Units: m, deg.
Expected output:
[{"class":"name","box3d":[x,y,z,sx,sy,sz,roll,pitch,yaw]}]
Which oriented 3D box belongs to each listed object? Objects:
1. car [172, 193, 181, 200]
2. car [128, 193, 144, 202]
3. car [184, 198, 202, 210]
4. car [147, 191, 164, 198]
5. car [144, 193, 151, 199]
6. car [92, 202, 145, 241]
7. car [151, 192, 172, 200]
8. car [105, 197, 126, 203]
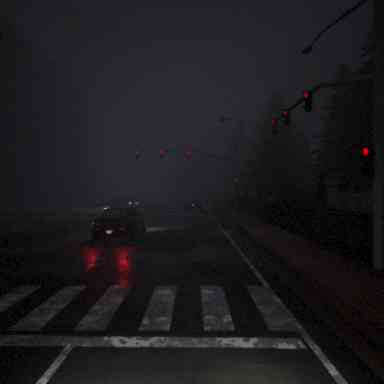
[{"class":"car","box3d":[-4.194,1.034,77.974,1.837,1.490,4.892,0,0,-26]},{"class":"car","box3d":[-10.806,1.174,62.500,2.033,1.411,5.357,0,0,-4]},{"class":"car","box3d":[0.088,1.335,38.203,1.994,1.385,4.181,0,0,0]},{"class":"car","box3d":[-9.485,0.686,86.573,2.097,1.767,4.553,0,0,-41]},{"class":"car","box3d":[-12.292,0.872,84.480,2.128,1.511,4.902,0,0,-41]},{"class":"car","box3d":[-3.408,1.434,15.953,1.812,1.442,4.674,0,0,0]},{"class":"car","box3d":[-6.987,1.047,75.660,1.837,1.490,4.892,0,0,-26]},{"class":"car","box3d":[-10.592,1.325,46.107,1.895,1.301,4.718,0,0,0]}]
